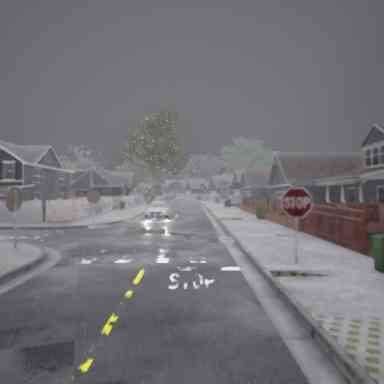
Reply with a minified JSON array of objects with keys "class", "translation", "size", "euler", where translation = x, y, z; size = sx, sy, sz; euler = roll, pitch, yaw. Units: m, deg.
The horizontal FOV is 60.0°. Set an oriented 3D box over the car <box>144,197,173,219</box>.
[{"class":"car","translation":[-2.768,1.473,27.901],"size":[1.812,1.442,4.674],"euler":[0,1,1]}]
